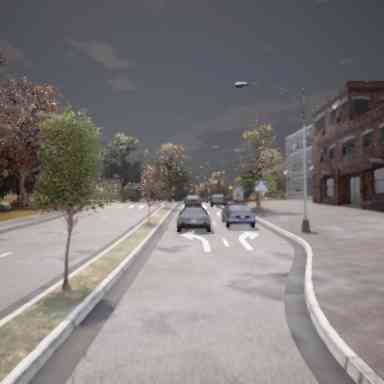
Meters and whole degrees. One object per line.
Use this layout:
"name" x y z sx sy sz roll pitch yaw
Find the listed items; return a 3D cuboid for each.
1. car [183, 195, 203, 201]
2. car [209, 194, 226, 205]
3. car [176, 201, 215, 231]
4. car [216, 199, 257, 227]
"car" 0.128 1.066 36.149 1.837 1.490 4.892 0 1 0
"car" 3.108 0.964 39.945 2.128 1.511 4.902 0 1 2
"car" 0.107 1.489 19.968 1.994 1.385 4.181 0 1 0
"car" 2.941 1.432 21.776 2.033 1.411 5.357 0 1 0
